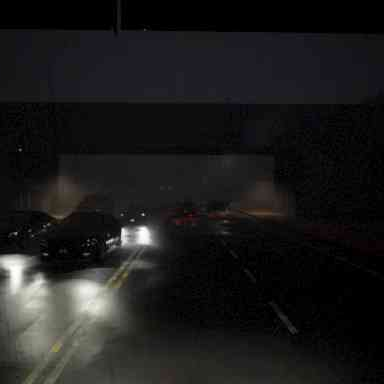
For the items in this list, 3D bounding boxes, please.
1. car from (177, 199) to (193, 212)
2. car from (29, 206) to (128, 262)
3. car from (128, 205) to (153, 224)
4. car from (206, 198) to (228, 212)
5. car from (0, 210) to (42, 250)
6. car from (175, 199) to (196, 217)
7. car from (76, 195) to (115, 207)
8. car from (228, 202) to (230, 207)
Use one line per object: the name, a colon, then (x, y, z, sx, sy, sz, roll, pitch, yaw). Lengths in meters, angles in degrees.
car: (-0.842, 1.575, 40.696, 1.812, 1.442, 4.674, 0, 0, -2)
car: (-3.863, 1.493, 12.347, 1.882, 1.535, 5.008, 0, 0, -1)
car: (-4.065, 1.631, 24.746, 1.895, 1.301, 4.718, 0, 0, -1)
car: (2.719, 1.524, 38.940, 1.882, 1.535, 5.008, 0, 0, -1)
car: (-7.396, 1.544, 14.541, 1.812, 1.442, 4.674, 0, 0, -1)
car: (-0.607, 1.516, 31.370, 1.882, 1.535, 5.008, 0, 0, -1)
car: (-7.681, 1.256, 26.748, 2.150, 2.045, 5.566, 0, 0, -1)
car: (3.901, 1.606, 48.695, 2.033, 1.411, 5.357, 0, 0, 24)
